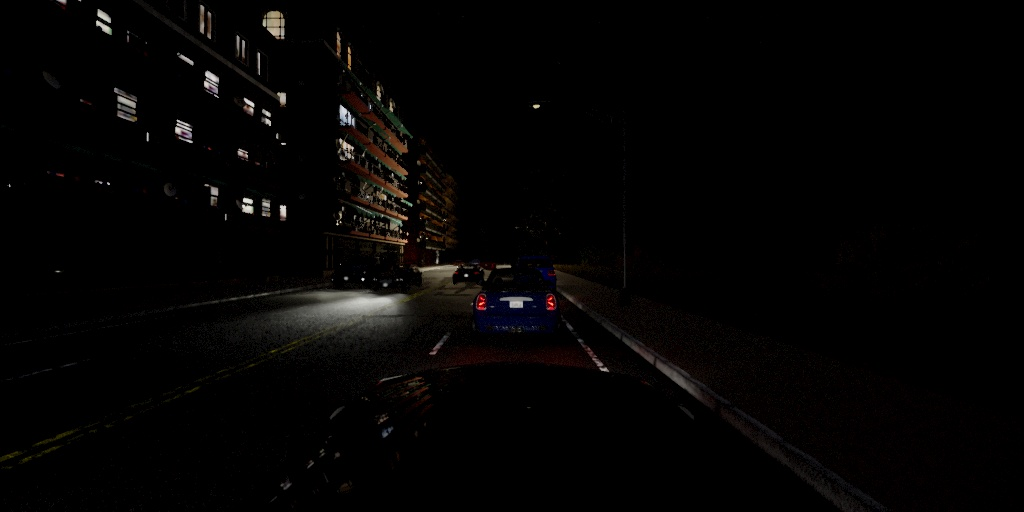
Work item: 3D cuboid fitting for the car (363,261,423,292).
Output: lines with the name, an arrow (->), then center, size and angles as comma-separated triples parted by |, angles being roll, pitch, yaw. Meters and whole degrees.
car -> -6.605, 1.244, 21.158 | 2.128, 1.511, 4.902 | 0, 0, 0

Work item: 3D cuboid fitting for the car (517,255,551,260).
car -> 1.132, 0.977, 19.725 | 2.150, 2.045, 5.566 | 0, 0, 0

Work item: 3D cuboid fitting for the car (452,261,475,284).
car -> -3.156, 1.317, 26.717 | 1.994, 1.385, 4.181 | 0, 0, 0

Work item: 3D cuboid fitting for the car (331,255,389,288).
car -> -9.855, 0.974, 24.046 | 2.150, 2.045, 5.566 | 0, 0, 0

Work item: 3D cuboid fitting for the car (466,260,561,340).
car -> 0.095, 1.103, 10.150 | 2.097, 1.767, 4.553 | 0, 0, 0

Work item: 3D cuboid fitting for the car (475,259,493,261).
car -> -3.163, 1.106, 46.583 | 2.097, 1.767, 4.553 | 0, 0, 1

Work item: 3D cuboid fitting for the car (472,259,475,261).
car -> -6.568, 1.275, 63.810 | 1.812, 1.442, 4.674 | 0, 0, 0
